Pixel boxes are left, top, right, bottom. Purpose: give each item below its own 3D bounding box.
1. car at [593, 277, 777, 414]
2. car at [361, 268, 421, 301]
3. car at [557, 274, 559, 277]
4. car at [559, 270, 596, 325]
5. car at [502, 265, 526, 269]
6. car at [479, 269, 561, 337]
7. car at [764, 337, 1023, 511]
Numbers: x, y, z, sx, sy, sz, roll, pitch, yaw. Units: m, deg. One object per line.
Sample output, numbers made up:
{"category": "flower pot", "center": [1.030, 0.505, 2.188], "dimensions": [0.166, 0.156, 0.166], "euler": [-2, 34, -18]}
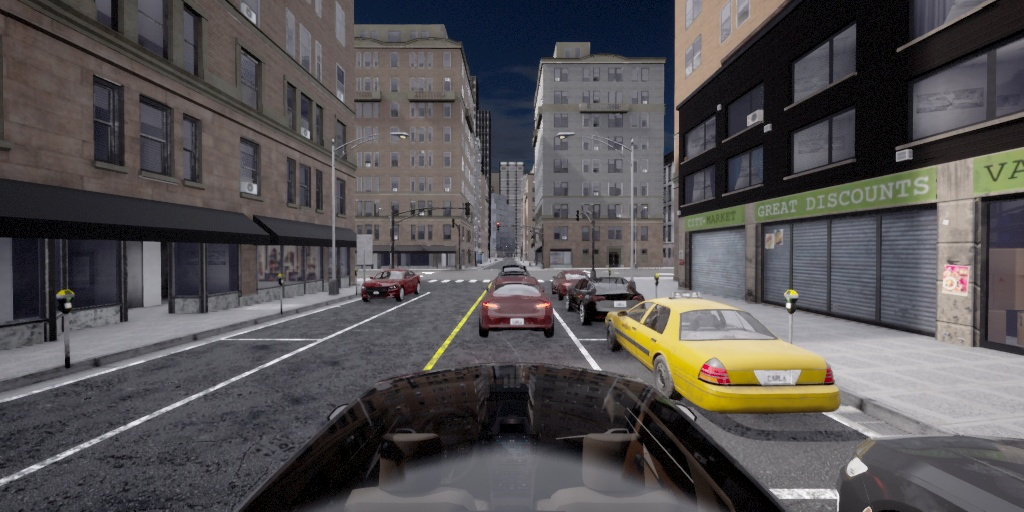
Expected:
{"category": "car", "center": [2.878, 1.274, 6.187], "dimensions": [1.751, 1.417, 4.829], "euler": [0, 0, 0]}
{"category": "car", "center": [-5.656, 1.290, 17.195], "dimensions": [1.888, 1.381, 4.507], "euler": [0, 0, 0]}
{"category": "car", "center": [2.889, 1.327, 17.189], "dimensions": [1.802, 1.307, 4.207], "euler": [0, 0, 0]}
{"category": "car", "center": [2.884, 1.313, 11.603], "dimensions": [1.948, 1.339, 4.313], "euler": [0, 0, 0]}
{"category": "car", "center": [0.116, 1.248, 20.446], "dimensions": [1.837, 1.490, 4.892], "euler": [0, 0, 0]}
{"category": "car", "center": [0.102, 1.273, 10.167], "dimensions": [1.812, 1.442, 4.674], "euler": [0, 0, 0]}
{"category": "car", "center": [2.872, 1.301, 0.431], "dimensions": [2.007, 1.370, 4.403], "euler": [0, 0, 0]}
